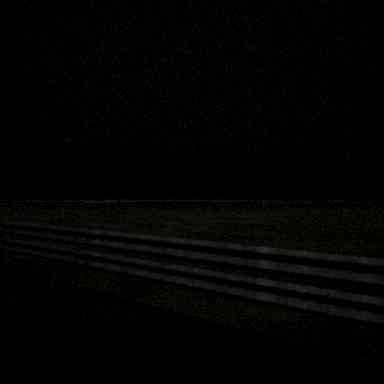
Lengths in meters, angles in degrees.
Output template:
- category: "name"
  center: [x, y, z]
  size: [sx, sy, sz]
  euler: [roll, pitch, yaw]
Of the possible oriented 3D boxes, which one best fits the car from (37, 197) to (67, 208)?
- category: "car"
  center: [-22.568, 1.631, 53.545]
  size: [4.553, 1.767, 2.097]
  euler: [0, 0, 7]
